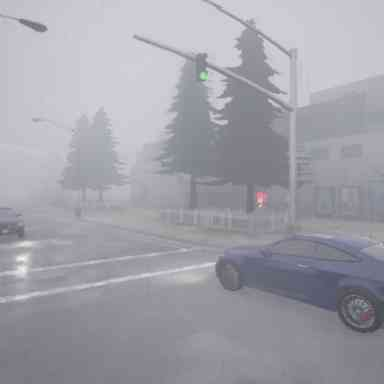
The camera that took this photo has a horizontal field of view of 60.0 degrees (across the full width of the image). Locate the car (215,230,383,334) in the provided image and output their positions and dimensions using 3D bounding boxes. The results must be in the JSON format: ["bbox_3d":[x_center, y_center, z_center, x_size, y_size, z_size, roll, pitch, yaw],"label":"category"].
[{"bbox_3d":[2.515,1.526,6.855,1.812,1.442,4.674,0,0,-39],"label":"car"}]

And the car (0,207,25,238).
[{"bbox_3d":[-9.948,1.520,17.043,1.812,1.442,4.674,0,0,-38],"label":"car"}]

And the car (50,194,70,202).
[{"bbox_3d":[-27.417,1.307,69.022,1.845,1.501,3.633,0,0,-37],"label":"car"}]
